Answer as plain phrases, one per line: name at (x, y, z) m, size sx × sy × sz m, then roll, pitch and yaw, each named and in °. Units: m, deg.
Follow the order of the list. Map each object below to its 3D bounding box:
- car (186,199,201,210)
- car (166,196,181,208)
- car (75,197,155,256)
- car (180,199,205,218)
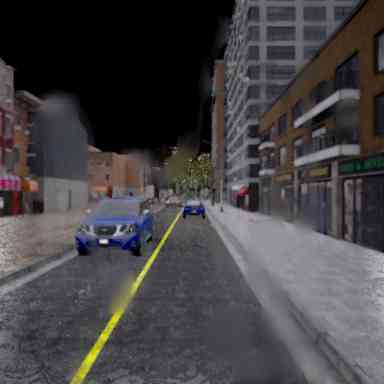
car at (0.222, 1.638, 44.092) m, size 1.895 × 1.301 × 4.718 m, roll 0°, pitch 0°, yaw 0°
car at (-2.599, 1.392, 48.988) m, size 2.097 × 1.767 × 4.553 m, roll 0°, pitch 0°, yaw 0°
car at (-2.804, 1.222, 13.391) m, size 2.150 × 2.045 × 5.566 m, roll 0°, pitch 0°, yaw 0°
car at (0.183, 1.495, 30.386) m, size 1.882 × 1.535 × 5.008 m, roll 0°, pitch -1°, yaw 0°
